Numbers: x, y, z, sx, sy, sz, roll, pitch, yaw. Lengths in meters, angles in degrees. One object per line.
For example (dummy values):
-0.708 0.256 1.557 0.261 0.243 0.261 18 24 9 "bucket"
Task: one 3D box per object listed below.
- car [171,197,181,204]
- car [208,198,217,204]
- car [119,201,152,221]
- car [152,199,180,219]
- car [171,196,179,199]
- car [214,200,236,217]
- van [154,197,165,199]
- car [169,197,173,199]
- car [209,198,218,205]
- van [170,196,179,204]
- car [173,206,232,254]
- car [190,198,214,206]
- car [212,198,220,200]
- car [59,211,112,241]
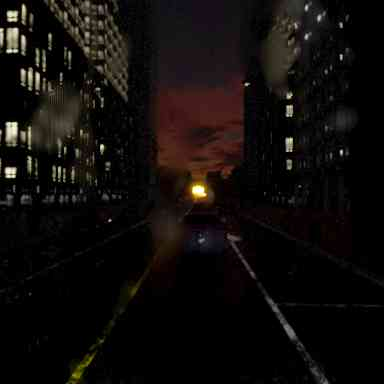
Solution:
-3.755 2.014 79.677 1.947 1.339 4.313 1 0 1 "car"
4.487 1.983 73.935 1.752 1.417 4.829 1 0 1 "car"
-5.014 1.702 28.463 2.008 1.369 4.403 1 0 1 "car"
-2.327 1.673 31.133 2.128 1.511 4.902 0 -1 2 "car"
-4.034 1.825 68.296 1.967 1.590 4.097 1 0 1 "car"
3.504 1.792 33.934 1.947 1.339 4.313 1 0 1 "car"
-4.592 1.595 45.536 1.690 1.788 3.998 1 0 1 "van"
-4.455 1.869 51.225 1.802 1.307 4.206 1 0 1 "car"
4.342 2.007 68.075 1.802 1.307 4.206 1 0 1 "car"
-3.893 1.758 73.988 1.690 1.788 3.998 1 0 1 "van"
0.422 1.569 14.086 1.882 1.535 5.008 0 0 1 "car"
0.867 1.680 32.161 1.882 1.535 5.008 0 0 1 "car"
4.065 1.800 56.695 1.967 1.590 4.097 1 0 1 "car"
-5.293 1.663 17.080 1.802 1.307 4.206 1 0 1 "car"
